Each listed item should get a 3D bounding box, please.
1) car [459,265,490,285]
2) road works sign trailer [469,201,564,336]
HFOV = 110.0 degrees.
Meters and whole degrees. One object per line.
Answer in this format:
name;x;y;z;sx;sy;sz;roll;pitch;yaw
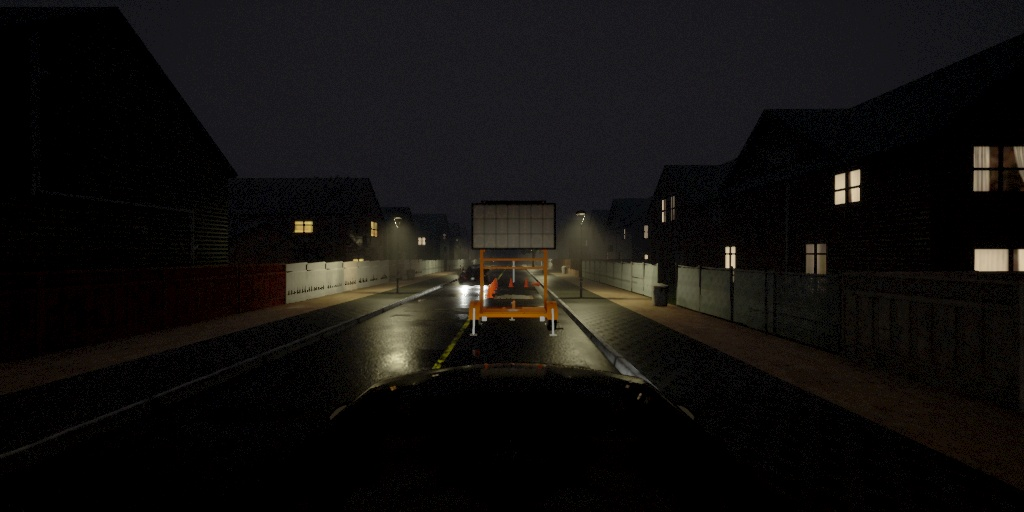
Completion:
car;-2.627;1.338;25.947;1.994;1.385;4.181;0;0;0
road works sign trailer;0.049;0.215;10.390;2.380;3.560;2.880;0;0;1
